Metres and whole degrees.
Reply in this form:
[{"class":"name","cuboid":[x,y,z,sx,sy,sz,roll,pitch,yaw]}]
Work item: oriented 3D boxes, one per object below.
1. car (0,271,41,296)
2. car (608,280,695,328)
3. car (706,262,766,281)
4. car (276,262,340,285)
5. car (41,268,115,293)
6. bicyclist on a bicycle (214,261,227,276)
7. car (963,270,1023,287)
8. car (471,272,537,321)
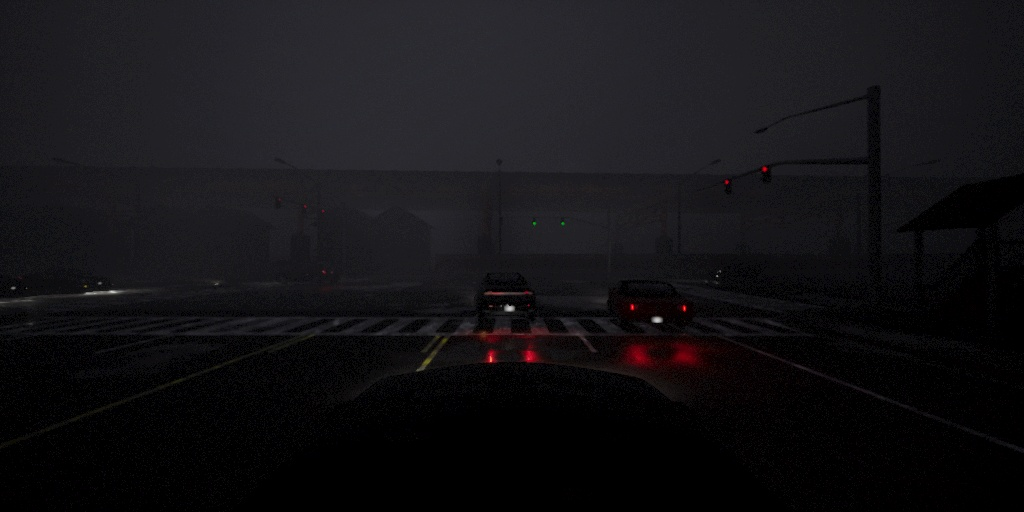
[{"class":"car","cuboid":[-27.669,1.369,18.162,4.892,1.490,1.837,0,0,0]},{"class":"car","cuboid":[4.260,1.420,11.712,1.895,1.301,4.718,0,0,10]},{"class":"car","cuboid":[20.109,1.317,32.336,4.553,1.767,2.097,0,0,0]},{"class":"car","cuboid":[-16.080,1.286,28.242,4.553,1.767,2.097,0,0,11]},{"class":"car","cuboid":[-26.872,1.452,21.661,4.181,1.385,1.994,0,0,0]},{"class":"bicyclist on a bicycle","cuboid":[-31.035,1.304,38.147,0.582,1.620,1.656,0,0,0]},{"class":"car","cuboid":[25.974,1.355,18.137,4.902,1.511,2.128,0,0,0]},{"class":"car","cuboid":[-0.372,1.319,12.780,2.128,1.511,4.902,0,0,-7]}]
